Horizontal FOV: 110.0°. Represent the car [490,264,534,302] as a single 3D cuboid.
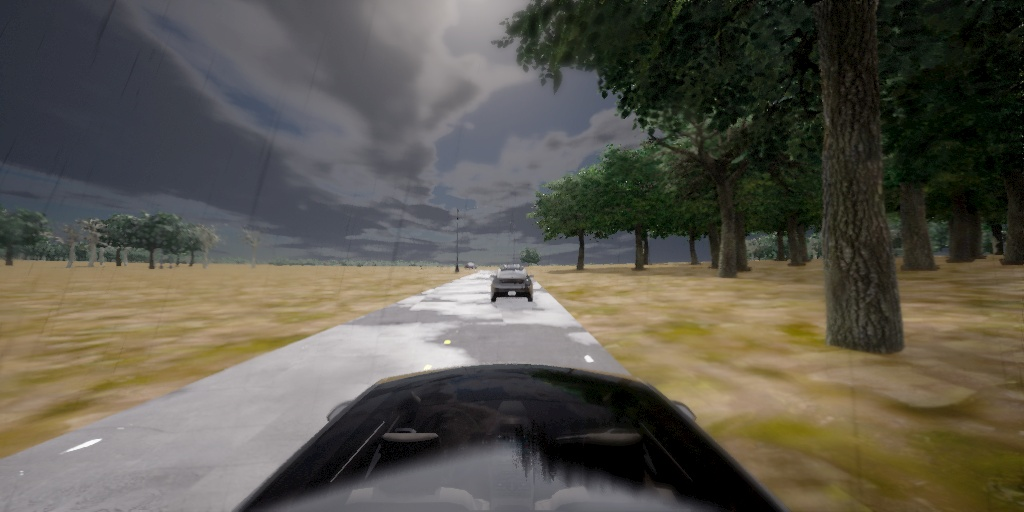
[{"bbox_3d":[0.000,1.293,17.094,1.837,1.490,4.892,0,0,0],"label":"car"}]
